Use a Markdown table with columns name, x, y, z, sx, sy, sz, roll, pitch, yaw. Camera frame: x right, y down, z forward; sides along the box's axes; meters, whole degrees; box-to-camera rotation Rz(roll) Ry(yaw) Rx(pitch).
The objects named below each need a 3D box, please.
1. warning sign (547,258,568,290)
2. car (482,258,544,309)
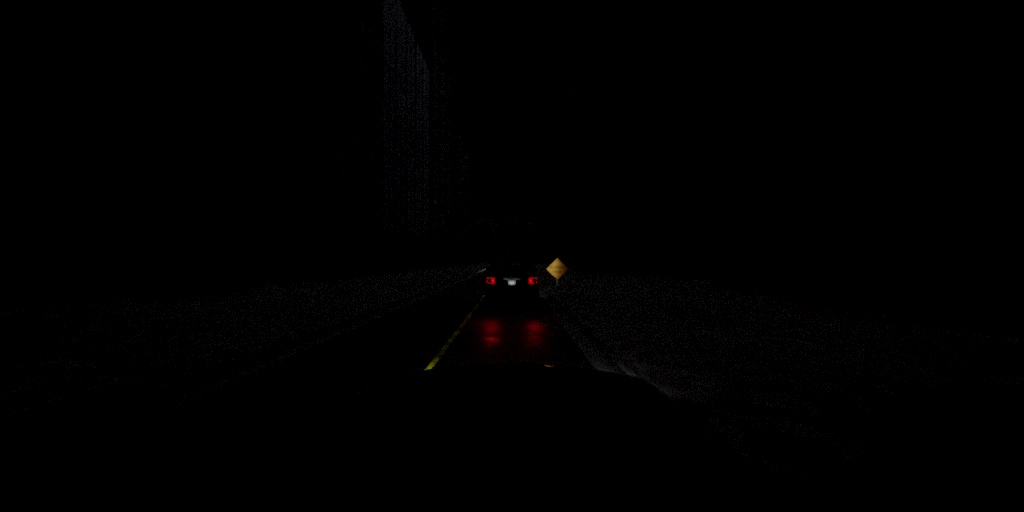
| name | x | y | z | sx | sy | sz | roll | pitch | yaw |
| --- | --- | --- | --- | --- | --- | --- | --- | --- | --- |
| warning sign | 2.712 | 1.048 | 21.382 | 1.300 | 1.860 | 1.060 | 0 | 0 | 0 |
| car | -0.003 | 1.098 | 15.865 | 2.150 | 2.045 | 5.566 | 0 | 0 | 0 |
